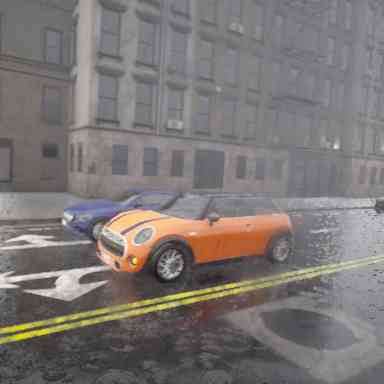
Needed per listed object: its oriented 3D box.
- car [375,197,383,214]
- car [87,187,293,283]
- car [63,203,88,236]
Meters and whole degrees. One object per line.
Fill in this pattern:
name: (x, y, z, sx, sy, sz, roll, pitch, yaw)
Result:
car: (13.145, 0.621, 20.243, 5.008, 1.535, 1.882, 0, 5, -34)
car: (0.238, 0.731, 7.741, 4.553, 1.767, 2.097, 0, 5, -34)
car: (-1.568, 0.592, 10.468, 4.674, 1.442, 1.812, 0, 5, -33)
